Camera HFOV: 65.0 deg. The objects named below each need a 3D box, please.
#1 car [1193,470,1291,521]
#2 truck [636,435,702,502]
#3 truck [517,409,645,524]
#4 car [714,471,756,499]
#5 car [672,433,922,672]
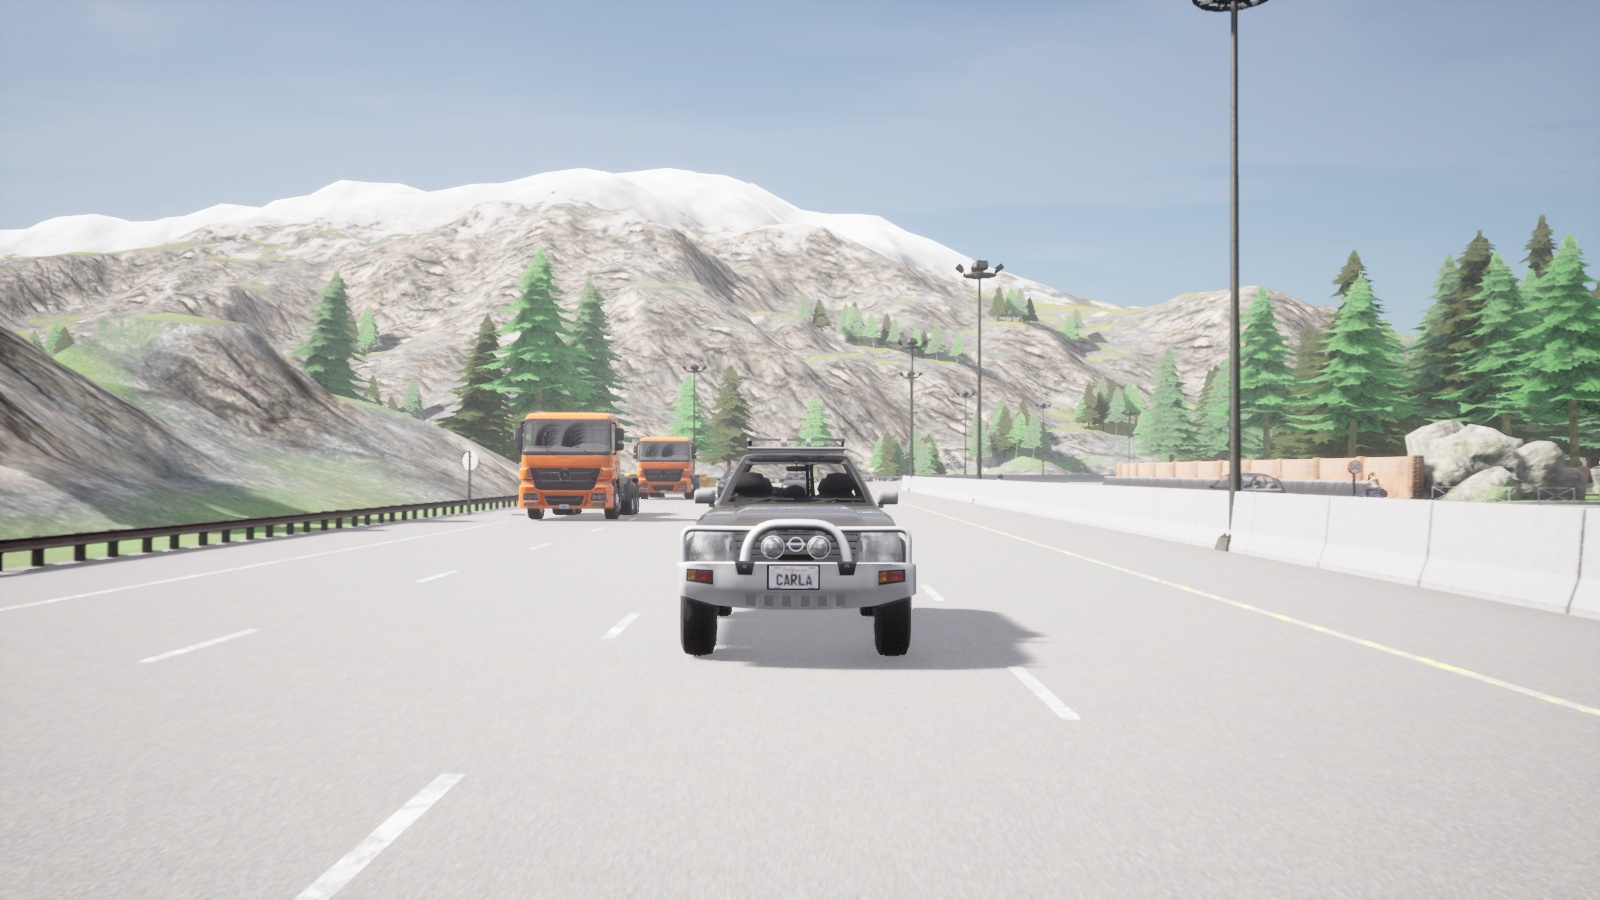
[{"bbox_3d":[13.903,1.403,39.728,1.789,1.549,3.705,0,-1,0],"label":"car"},{"bbox_3d":[-7.173,1.031,69.850,2.891,3.462,7.936,0,-1,0],"label":"truck"},{"bbox_3d":[-7.105,0.561,41.823,2.891,3.462,7.936,0,-1,0],"label":"truck"},{"bbox_3d":[-3.675,1.989,71.899,2.128,1.511,4.902,0,-1,0],"label":"car"},{"bbox_3d":[-0.030,0.834,12.070,1.932,1.855,4.605,0,-1,0],"label":"car"}]
